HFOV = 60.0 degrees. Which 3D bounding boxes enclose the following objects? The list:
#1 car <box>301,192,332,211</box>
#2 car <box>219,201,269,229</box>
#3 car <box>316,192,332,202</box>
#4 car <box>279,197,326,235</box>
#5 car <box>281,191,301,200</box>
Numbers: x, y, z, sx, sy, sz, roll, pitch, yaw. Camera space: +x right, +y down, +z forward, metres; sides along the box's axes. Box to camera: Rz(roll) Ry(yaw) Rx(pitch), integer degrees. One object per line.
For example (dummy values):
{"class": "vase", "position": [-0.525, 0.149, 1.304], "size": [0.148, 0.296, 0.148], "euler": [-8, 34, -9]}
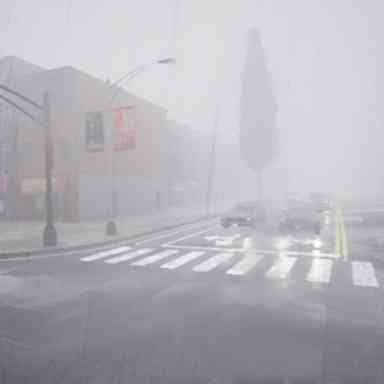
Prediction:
{"class": "car", "position": [11.821, 0.767, 31.288], "size": [2.097, 1.767, 4.553], "euler": [-1, 1, 23]}
{"class": "car", "position": [3.267, 1.271, 19.661], "size": [2.033, 1.411, 5.357], "euler": [-1, 1, 23]}
{"class": "car", "position": [19.174, 0.692, 48.115], "size": [1.994, 1.385, 4.181], "euler": [-1, 1, 23]}
{"class": "car", "position": [5.625, 1.223, 16.938], "size": [1.812, 1.442, 4.674], "euler": [-1, 1, 24]}
{"class": "car", "position": [11.951, 0.682, 39.769], "size": [2.097, 1.767, 4.553], "euler": [-1, 1, 24]}
